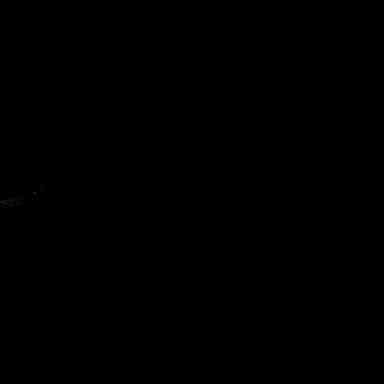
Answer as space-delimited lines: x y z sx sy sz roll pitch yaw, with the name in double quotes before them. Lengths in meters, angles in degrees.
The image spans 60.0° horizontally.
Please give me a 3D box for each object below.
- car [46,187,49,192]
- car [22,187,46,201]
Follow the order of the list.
"car" -29.906 -0.354 68.690 1.994 1.385 4.181 0 4 -19
"car" -24.620 0.203 51.252 2.150 2.045 5.566 -1 2 -15
